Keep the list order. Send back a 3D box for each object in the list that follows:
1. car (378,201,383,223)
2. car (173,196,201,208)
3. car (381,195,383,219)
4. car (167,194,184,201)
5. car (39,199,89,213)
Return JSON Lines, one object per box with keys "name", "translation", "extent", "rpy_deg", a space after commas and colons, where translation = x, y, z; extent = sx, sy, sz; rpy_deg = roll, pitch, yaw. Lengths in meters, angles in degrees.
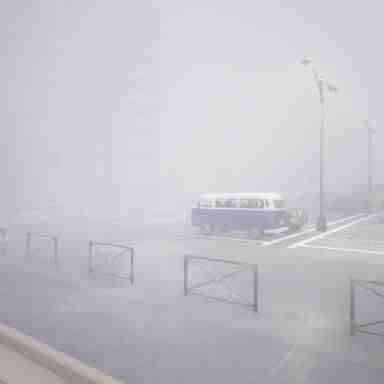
{"name": "car", "translation": [13.977, 1.395, 20.962], "extent": [3.806, 1.475, 1.970], "rpy_deg": [0, 0, 36]}
{"name": "car", "translation": [-1.151, 1.420, 55.308], "extent": [1.882, 1.535, 5.008], "rpy_deg": [0, 0, 36]}
{"name": "car", "translation": [17.224, 1.153, 25.499], "extent": [4.605, 1.855, 1.932], "rpy_deg": [0, 0, 36]}
{"name": "car", "translation": [-3.884, 1.282, 77.466], "extent": [1.851, 1.617, 3.988], "rpy_deg": [0, 0, 36]}
{"name": "car", "translation": [-14.192, 1.490, 37.272], "extent": [2.033, 1.411, 5.357], "rpy_deg": [0, 0, 36]}
